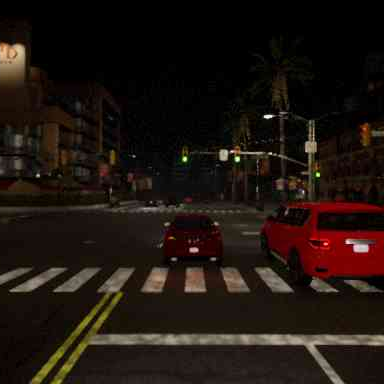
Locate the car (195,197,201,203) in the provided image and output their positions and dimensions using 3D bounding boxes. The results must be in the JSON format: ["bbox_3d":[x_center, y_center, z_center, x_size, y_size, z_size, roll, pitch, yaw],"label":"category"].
[{"bbox_3d":[2.192,2.259,95.046,2.128,1.511,4.902,0,0,-12],"label":"car"}]

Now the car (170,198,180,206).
[{"bbox_3d":[-3.514,2.055,68.623,1.812,1.442,4.674,0,0,0],"label":"car"}]

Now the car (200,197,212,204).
[{"bbox_3d":[3.485,2.192,77.191,1.895,1.301,4.718,0,0,0],"label":"car"}]

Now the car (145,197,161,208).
[{"bbox_3d":[-7.012,2.013,58.151,1.994,1.385,4.181,0,0,0],"label":"car"}]

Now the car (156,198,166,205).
[{"bbox_3d":[-7.016,2.092,76.588,1.837,1.490,4.892,0,0,0],"label":"car"}]

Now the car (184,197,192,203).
[{"bbox_3d":[-1.373,2.090,95.096,2.097,1.767,4.553,0,0,-12],"label":"car"}]

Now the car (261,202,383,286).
[{"bbox_3d":[3.594,1.300,9.762,2.150,2.045,5.566,0,0,0],"label":"car"}]

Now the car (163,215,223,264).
[{"bbox_3d":[-0.003,1.573,12.269,1.882,1.535,5.008,0,0,-1],"label":"car"}]

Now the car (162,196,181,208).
[{"bbox_3d":[-3.512,1.677,58.909,2.150,2.045,5.566,0,0,0],"label":"car"}]
